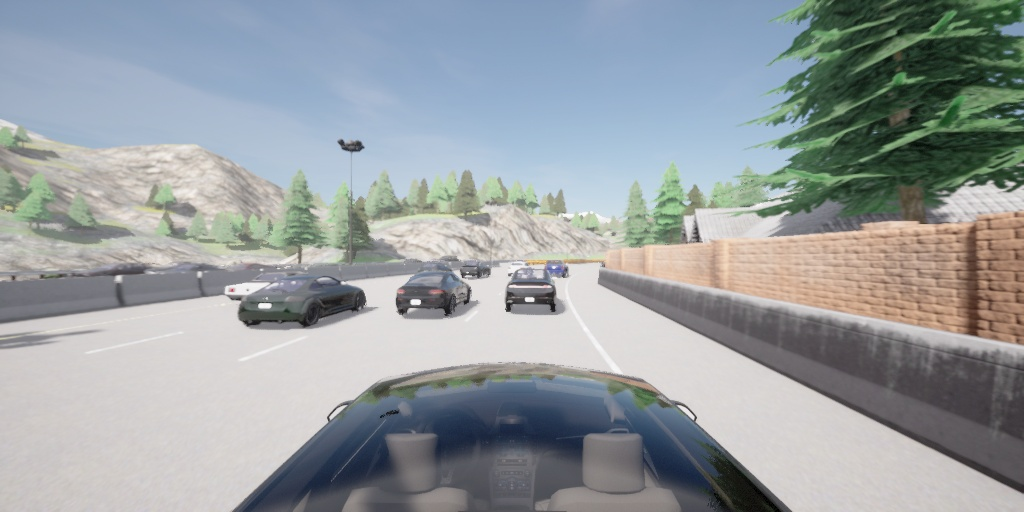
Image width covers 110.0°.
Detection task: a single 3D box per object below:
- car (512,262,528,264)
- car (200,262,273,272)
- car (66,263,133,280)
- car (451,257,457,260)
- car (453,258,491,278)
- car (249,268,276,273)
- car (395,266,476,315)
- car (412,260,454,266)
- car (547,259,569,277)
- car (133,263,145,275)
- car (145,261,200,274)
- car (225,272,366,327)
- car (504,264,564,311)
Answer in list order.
[{"bbox_3d":[0.831,1.279,35.647,1.812,1.442,4.674,0,0,13],"label":"car"},{"bbox_3d":[-19.122,1.222,25.764,1.812,1.442,4.674,0,0,9],"label":"car"},{"bbox_3d":[-29.540,1.214,27.202,2.033,1.411,5.357,0,0,9],"label":"car"},{"bbox_3d":[-8.173,1.277,64.722,2.033,1.411,5.357,0,0,23],"label":"car"},{"bbox_3d":[-3.302,1.233,33.239,2.128,1.511,4.902,0,0,12],"label":"car"},{"bbox_3d":[-9.635,1.324,15.644,1.895,1.301,4.718,0,0,5],"label":"car"},{"bbox_3d":[-2.791,1.268,13.398,1.812,1.442,4.674,0,0,5],"label":"car"},{"bbox_3d":[-6.994,1.295,32.679,1.994,1.385,4.181,0,0,12],"label":"car"},{"bbox_3d":[4.426,1.116,35.510,2.097,1.767,4.553,0,0,14],"label":"car"},{"bbox_3d":[-25.800,1.168,28.230,2.128,1.511,4.902,0,0,10],"label":"car"},{"bbox_3d":[-22.677,1.250,25.475,1.994,1.385,4.181,0,0,8],"label":"car"},{"bbox_3d":[-6.439,1.296,11.524,1.994,1.385,4.181,0,0,4],"label":"car"},{"bbox_3d":[0.810,1.244,14.387,2.128,1.511,4.902,0,0,5],"label":"car"}]
